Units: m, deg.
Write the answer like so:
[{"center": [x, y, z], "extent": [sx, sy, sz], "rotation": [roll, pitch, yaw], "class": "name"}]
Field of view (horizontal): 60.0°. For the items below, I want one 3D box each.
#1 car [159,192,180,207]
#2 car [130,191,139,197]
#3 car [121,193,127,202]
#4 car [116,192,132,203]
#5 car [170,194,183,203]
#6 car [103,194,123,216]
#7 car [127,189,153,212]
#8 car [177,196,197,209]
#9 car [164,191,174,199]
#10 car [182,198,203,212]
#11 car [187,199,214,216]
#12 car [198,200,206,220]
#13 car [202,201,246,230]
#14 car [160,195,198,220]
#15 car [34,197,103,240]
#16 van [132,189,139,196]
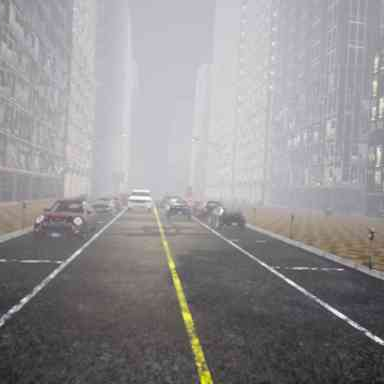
[{"center": [-2.924, 1.184, 40.272], "extent": [1.837, 1.490, 4.892], "rotation": [3, 1, -7], "class": "car"}, {"center": [-14.185, 0.447, 82.282], "extent": [2.008, 1.369, 4.403], "rotation": [4, 0, -7], "class": "car"}, {"center": [-7.585, 0.995, 31.510], "extent": [1.887, 1.381, 4.507], "rotation": [4, 0, -7], "class": "car"}, {"center": [-9.785, 0.808, 48.434], "extent": [1.887, 1.381, 4.507], "rotation": [4, 0, -7], "class": "car"}, {"center": [-2.952, 1.166, 60.777], "extent": [1.947, 1.339, 4.313], "rotation": [4, 0, -7], "class": "car"}, {"center": [-6.852, 1.064, 25.869], "extent": [2.008, 1.369, 4.403], "rotation": [4, 0, -7], "class": "car"}, {"center": [-5.068, 0.808, 32.780], "extent": [2.150, 2.045, 5.566], "rotation": [3, 0, -7], "class": "car"}, {"center": [-0.751, 1.336, 43.854], "extent": [2.008, 1.369, 4.403], "rotation": [4, 0, -7], "class": "car"}, {"center": [-5.870, 0.672, 83.341], "extent": [2.192, 1.841, 5.009], "rotation": [4, 0, -7], "class": "car"}, {"center": [-0.020, 1.429, 38.213], "extent": [1.802, 1.307, 4.206], "rotation": [4, 0, -7], "class": "car"}, {"center": [0.716, 1.455, 32.571], "extent": [1.887, 1.381, 4.507], "rotation": [4, 0, -7], "class": "car"}, {"center": [1.455, 1.413, 26.929], "extent": [1.967, 1.590, 4.097], "rotation": [4, 0, -7], "class": "car"}, {"center": [2.181, 1.587, 21.289], "extent": [2.008, 1.369, 4.403], "rotation": [4, 0, -7], "class": "car"}, {"center": [-1.176, 1.317, 26.868], "extent": [2.128, 1.511, 4.902], "rotation": [3, 0, -7], "class": "car"}, {"center": [-5.378, 1.080, 14.586], "extent": [1.967, 1.590, 4.097], "rotation": [4, 0, -7], "class": "car"}, {"center": [-14.905, 0.178, 87.923], "extent": [1.690, 1.788, 3.998], "rotation": [4, 0, -7], "class": "van"}]
